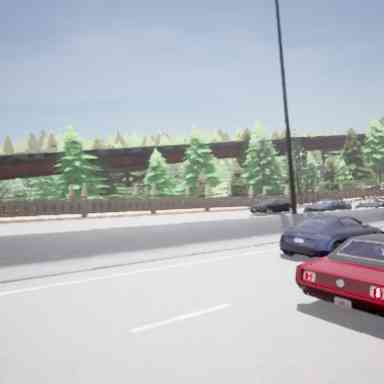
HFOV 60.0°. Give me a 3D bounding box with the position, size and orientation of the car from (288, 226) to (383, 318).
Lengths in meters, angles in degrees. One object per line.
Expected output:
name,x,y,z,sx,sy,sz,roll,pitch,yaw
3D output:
car,4.326,1.544,6.832,4.718,1.301,1.895,-1,0,-35

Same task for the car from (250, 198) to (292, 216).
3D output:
car,7.549,1.291,30.857,5.008,1.535,1.882,0,0,-35

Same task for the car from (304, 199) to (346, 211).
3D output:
car,12.442,1.334,30.039,5.357,1.411,2.033,0,0,-35

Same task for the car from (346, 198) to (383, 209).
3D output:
car,15.504,1.268,27.929,4.902,1.511,2.128,0,0,-35

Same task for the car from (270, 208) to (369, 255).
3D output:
car,4.987,1.480,11.602,4.181,1.385,1.994,0,0,-35
